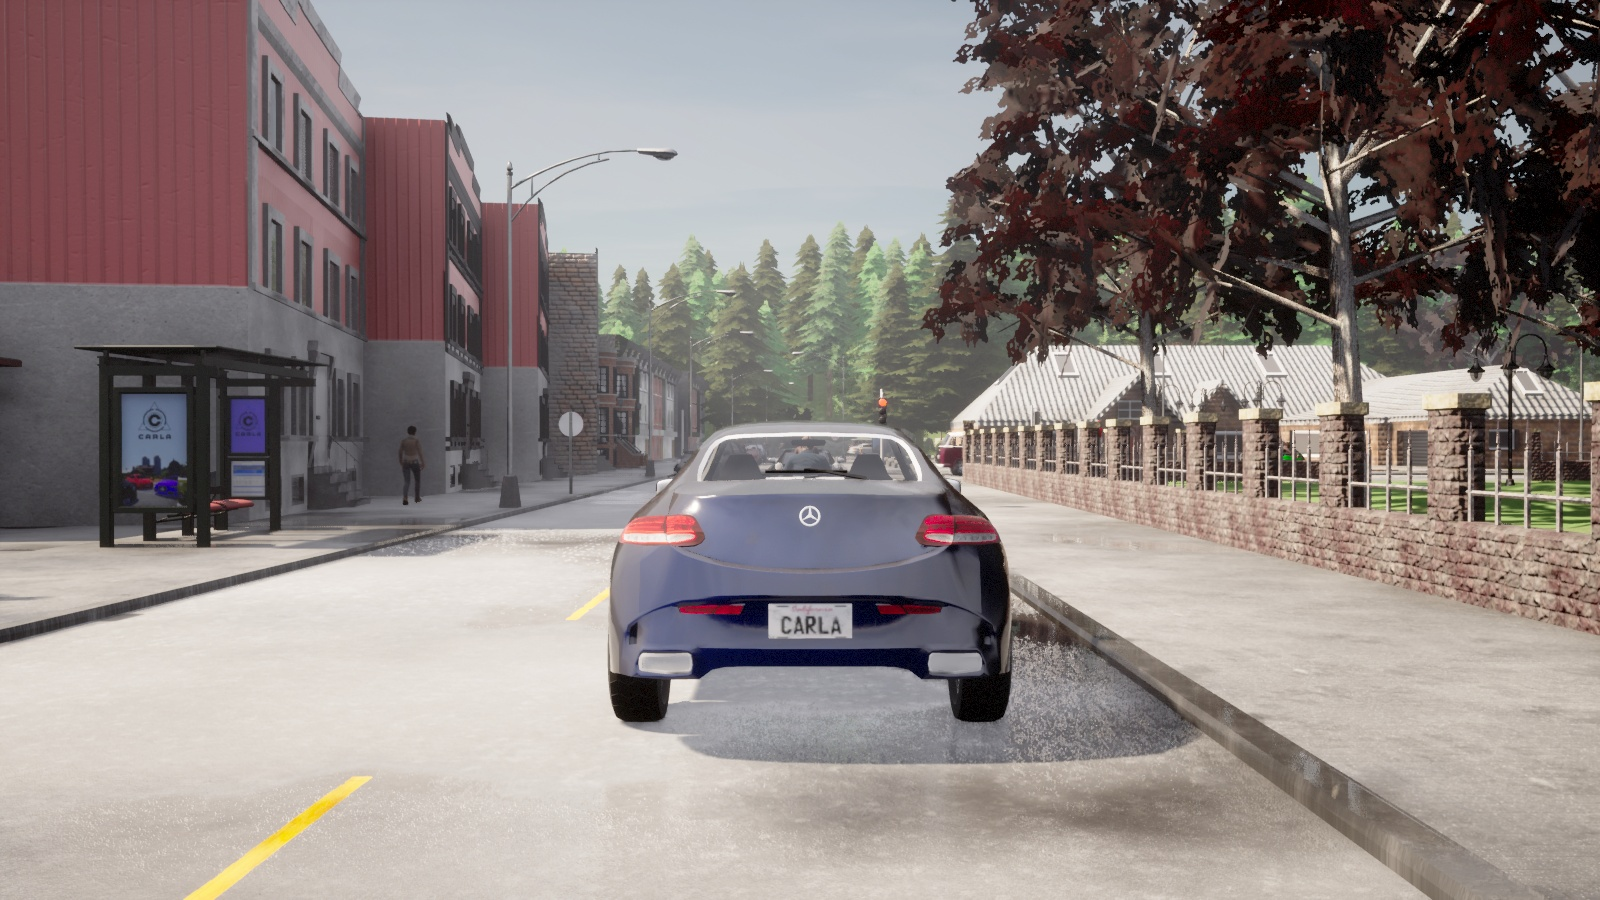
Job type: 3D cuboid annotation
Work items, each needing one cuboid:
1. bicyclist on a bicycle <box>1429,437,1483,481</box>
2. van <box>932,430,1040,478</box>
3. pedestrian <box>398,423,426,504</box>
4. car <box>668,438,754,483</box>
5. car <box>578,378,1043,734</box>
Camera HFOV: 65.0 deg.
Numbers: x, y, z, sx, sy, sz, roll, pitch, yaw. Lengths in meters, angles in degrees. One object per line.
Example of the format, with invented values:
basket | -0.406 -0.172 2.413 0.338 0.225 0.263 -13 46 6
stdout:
bicyclist on a bicycle | 26.748 0.349 51.210 1.843 1.776 0.659 0 0 -1
van | 8.150 0.164 55.361 4.480 2.038 2.069 0 0 0
pedestrian | -8.775 0.289 28.428 0.328 1.805 0.869 0 0 2
car | -3.331 0.372 47.757 1.851 1.617 3.988 0 0 19
car | 0.057 0.478 8.336 2.152 1.651 5.027 0 0 0
